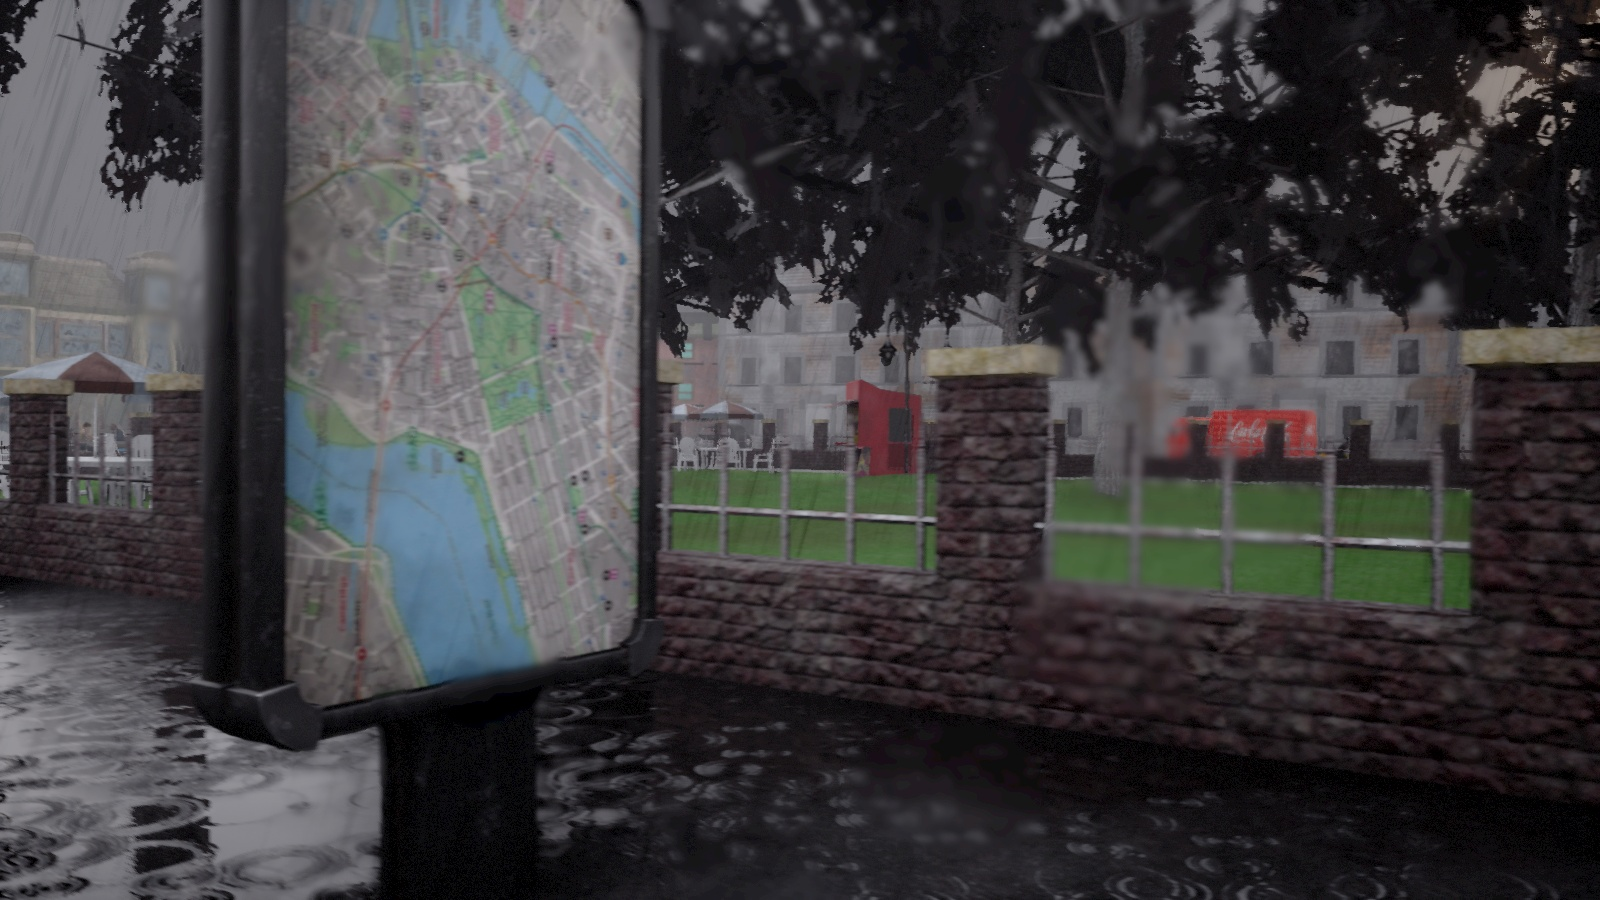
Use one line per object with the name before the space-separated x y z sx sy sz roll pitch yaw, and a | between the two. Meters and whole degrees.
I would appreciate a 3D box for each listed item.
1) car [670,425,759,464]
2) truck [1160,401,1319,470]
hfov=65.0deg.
car | -4.162 -0.268 61.014 3.866 1.878 1.905 0 1 27
truck | 16.610 -0.554 47.515 5.204 2.467 2.627 0 1 34
